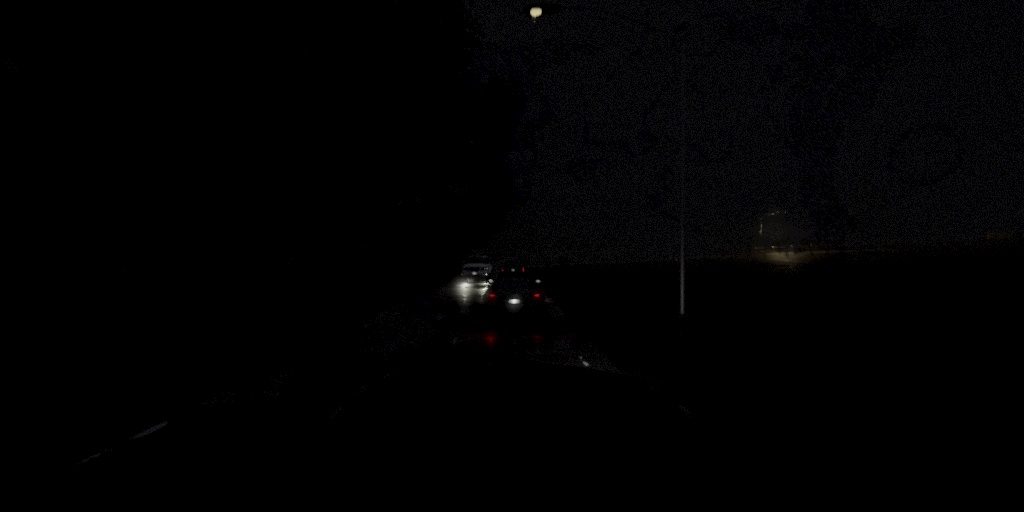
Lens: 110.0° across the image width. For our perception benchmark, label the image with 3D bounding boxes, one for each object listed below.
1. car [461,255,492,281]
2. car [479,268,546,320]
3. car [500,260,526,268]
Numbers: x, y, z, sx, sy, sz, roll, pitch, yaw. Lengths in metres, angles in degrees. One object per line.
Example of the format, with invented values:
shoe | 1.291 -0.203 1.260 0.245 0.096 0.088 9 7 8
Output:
car | -2.863 0.970 30.025 2.150 2.045 5.566 0 0 0
car | 0.085 1.307 12.617 1.994 1.385 4.181 0 0 0
car | 0.081 1.100 29.549 2.097 1.767 4.553 0 0 0
